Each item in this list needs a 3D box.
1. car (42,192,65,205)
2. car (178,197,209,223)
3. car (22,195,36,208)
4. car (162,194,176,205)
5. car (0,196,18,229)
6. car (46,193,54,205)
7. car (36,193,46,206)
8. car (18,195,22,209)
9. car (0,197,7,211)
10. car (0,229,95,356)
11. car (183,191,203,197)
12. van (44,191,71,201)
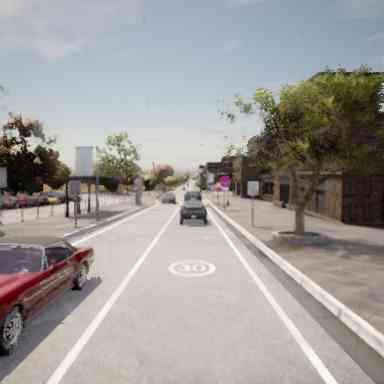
[{"bbox_3d":[-21.928,1.136,48.346,5.366,1.575,1.946,0,0,0],"label":"car"},{"bbox_3d":[0.101,1.338,23.635,1.837,1.490,4.892,0,0,0],"label":"car"},{"bbox_3d":[-22.109,1.198,40.022,5.008,1.535,2.097,0,0,0],"label":"car"},{"bbox_3d":[-3.326,0.987,48.491,1.882,1.535,5.008,0,0,0],"label":"car"},{"bbox_3d":[-8.956,1.170,10.376,5.566,2.045,2.435,0,0,0],"label":"car"},{"bbox_3d":[-22.140,1.188,45.571,4.792,1.488,2.163,0,0,0],"label":"car"},{"bbox_3d":[-22.101,1.179,42.797,4.892,1.521,2.231,0,0,0],"label":"car"},{"bbox_3d":[-22.131,1.092,37.245,4.553,1.767,2.185,0,0,0],"label":"car"},{"bbox_3d":[-22.094,1.278,34.471,4.674,1.452,2.002,0,0,0],"label":"car"},{"bbox_3d":[-3.349,1.564,6.095,1.895,1.301,4.718,0,0,0],"label":"car"},{"bbox_3d":[0.106,0.859,40.614,2.150,2.045,5.566,0,1,0],"label":"car"},{"bbox_3d":[-22.004,0.875,53.895,4.442,1.987,1.878,0,0,0],"label":"van"}]
